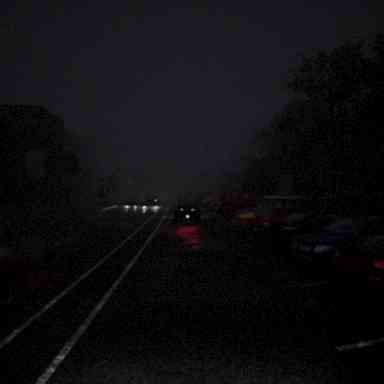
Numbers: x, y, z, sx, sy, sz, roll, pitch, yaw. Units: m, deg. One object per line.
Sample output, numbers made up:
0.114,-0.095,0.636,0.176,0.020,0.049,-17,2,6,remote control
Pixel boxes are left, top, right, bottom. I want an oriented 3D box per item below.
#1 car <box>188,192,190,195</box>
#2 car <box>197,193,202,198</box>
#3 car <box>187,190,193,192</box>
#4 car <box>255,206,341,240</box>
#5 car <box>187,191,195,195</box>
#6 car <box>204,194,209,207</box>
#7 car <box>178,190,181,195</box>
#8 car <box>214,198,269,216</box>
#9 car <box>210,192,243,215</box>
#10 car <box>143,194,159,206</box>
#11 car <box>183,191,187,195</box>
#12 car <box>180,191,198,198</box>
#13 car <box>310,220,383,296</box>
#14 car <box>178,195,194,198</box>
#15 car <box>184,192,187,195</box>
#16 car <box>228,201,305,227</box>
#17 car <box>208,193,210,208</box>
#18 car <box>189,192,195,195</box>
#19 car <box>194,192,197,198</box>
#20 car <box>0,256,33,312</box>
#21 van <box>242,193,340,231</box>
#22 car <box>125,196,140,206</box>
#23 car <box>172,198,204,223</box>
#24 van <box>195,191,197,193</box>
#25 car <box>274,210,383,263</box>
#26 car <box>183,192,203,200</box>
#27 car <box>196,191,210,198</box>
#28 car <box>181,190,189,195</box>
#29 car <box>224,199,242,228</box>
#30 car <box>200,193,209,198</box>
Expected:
2.420,1.217,63.671,5.008,1.535,2.097,1,0,-25,car
3.778,1.256,45.895,5.008,1.535,2.097,1,0,-24,car
1.912,1.082,69.594,4.553,1.767,2.185,1,0,-26,car
5.158,1.450,13.247,4.674,1.452,2.002,1,0,-21,car
2.328,1.211,66.710,5.366,1.575,1.946,1,0,-25,car
4.312,1.288,36.993,4.892,1.521,2.231,1,0,-23,car
-0.058,0.788,87.303,5.566,2.045,2.435,0,2,-27,car
4.592,1.352,31.058,4.674,1.452,2.002,1,1,-23,car
4.743,1.075,28.106,5.566,2.045,2.435,1,0,-23,car
-5.946,1.129,48.069,2.097,1.767,4.553,0,0,-4,car
1.299,1.191,75.499,4.892,1.521,2.231,0,1,-26,car
-0.745,0.778,93.237,4.553,1.767,2.185,0,2,-28,car
5.248,1.487,7.345,4.674,1.452,2.002,1,0,-21,car
-1.170,1.356,40.946,1.994,1.385,4.181,0,0,-3,car
1.588,1.201,72.544,5.008,1.535,2.097,1,0,-26,car
4.929,1.397,22.154,4.674,1.452,2.002,1,1,-22,car
4.422,1.173,34.020,4.553,1.767,2.185,1,0,-23,car
2.692,1.222,60.705,5.008,1.535,2.097,1,0,-25,car
3.388,1.240,51.820,5.008,1.535,2.097,1,0,-24,car
-4.295,1.579,4.827,1.895,1.301,4.718,0,0,-1,car
4.990,1.165,16.168,4.442,1.987,1.878,1,1,-22,van
-8.874,1.326,49.862,2.033,1.411,5.357,0,0,-4,car
-0.373,1.365,23.990,1.837,1.490,4.892,0,-1,-2,car
3.267,1.009,54.840,4.442,1.987,1.878,1,0,-25,van
5.192,1.469,10.293,4.674,1.452,2.002,0,1,-21,car
0.287,0.966,84.356,4.553,1.767,2.185,0,1,-27,car
3.557,1.122,48.851,4.553,1.767,2.185,1,0,-24,car
1.004,0.916,78.474,5.566,2.045,2.435,0,0,-26,car
4.845,1.369,19.115,5.366,1.575,1.946,1,1,-22,car
3.940,1.295,42.916,4.792,1.488,2.163,1,0,-24,car
